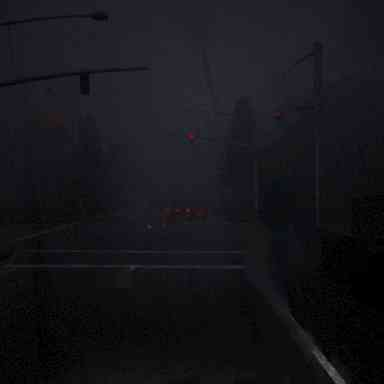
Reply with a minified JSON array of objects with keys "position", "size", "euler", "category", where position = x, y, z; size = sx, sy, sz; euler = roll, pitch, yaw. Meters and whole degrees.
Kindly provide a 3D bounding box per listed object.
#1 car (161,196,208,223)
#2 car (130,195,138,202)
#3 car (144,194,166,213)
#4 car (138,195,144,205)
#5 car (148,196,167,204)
[{"position":[-0.319,1.352,25.724],"size":[2.097,1.767,4.553],"euler":[0,0,20],"category":"car"},{"position":[-12.428,1.433,73.166],"size":[5.008,1.535,1.882],"euler":[0,0,42],"category":"car"},{"position":[-3.753,1.221,37.172],"size":[2.150,2.045,5.566],"euler":[0,0,-2],"category":"car"},{"position":[-7.421,1.505,57.082],"size":[1.837,1.490,4.892],"euler":[0,0,-21],"category":"car"},{"position":[-6.724,1.547,64.768],"size":[2.033,1.411,5.357],"euler":[0,0,-26],"category":"car"}]
